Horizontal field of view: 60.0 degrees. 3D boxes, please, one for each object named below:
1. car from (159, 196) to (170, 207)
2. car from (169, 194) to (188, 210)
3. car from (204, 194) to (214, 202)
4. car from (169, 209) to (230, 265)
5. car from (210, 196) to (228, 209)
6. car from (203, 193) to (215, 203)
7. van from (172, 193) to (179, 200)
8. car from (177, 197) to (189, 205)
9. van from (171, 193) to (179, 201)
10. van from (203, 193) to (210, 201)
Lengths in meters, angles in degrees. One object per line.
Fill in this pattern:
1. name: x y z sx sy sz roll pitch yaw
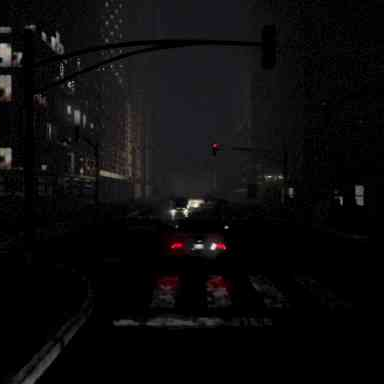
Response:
1. car: -4.078 1.538 50.426 1.802 1.307 4.206 0 0 0
2. car: -1.563 1.444 43.121 1.882 1.535 5.008 0 0 0
3. car: 3.685 1.353 72.578 1.967 1.590 4.097 0 0 0
4. car: 0.323 1.558 11.683 2.033 1.411 5.357 0 0 3
5. car: 3.881 1.530 44.941 1.947 1.339 4.313 0 0 0
6. car: 3.715 1.239 67.050 2.192 1.841 5.009 0 0 0
7. van: -4.283 1.218 89.118 1.690 1.788 3.998 0 0 0
8. car: -1.602 1.541 59.066 1.895 1.301 4.718 0 0 0
9. van: -4.253 1.230 83.591 1.690 1.788 3.998 0 0 0
10. van: 3.627 1.229 83.633 1.690 1.788 3.998 0 0 0
